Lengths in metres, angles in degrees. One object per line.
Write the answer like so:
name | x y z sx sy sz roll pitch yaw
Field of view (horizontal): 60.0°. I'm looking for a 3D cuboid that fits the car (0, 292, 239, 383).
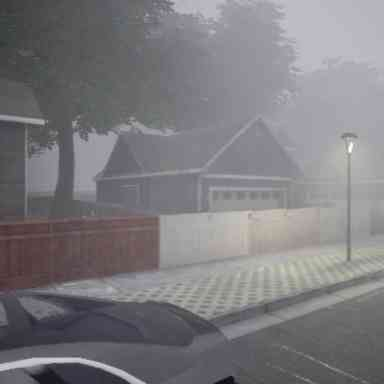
car | -1.886 1.492 1.719 4.902 1.511 2.128 0 0 -35
